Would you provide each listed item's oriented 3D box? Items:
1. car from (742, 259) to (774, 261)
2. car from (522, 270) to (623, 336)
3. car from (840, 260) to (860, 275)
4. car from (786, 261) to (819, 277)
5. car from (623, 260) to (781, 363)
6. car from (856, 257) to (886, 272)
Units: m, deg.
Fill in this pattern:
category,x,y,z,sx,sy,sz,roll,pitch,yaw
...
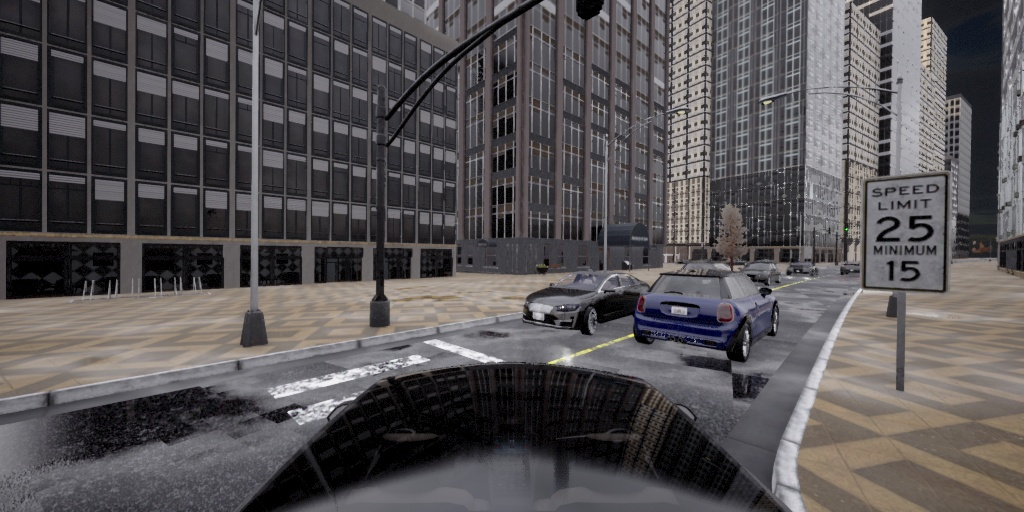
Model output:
category,x,y,z,sx,sy,sz,roll,pitch,yaw
car,16.955,1.175,24.614,4.892,1.490,1.837,0,1,-42
car,2.353,1.189,10.431,2.128,1.511,4.902,1,1,44
car,34.486,1.172,36.012,4.902,1.511,2.128,0,1,-41
car,27.969,1.215,34.505,4.181,1.385,1.994,0,1,-41
car,4.773,1.089,8.537,2.097,1.767,4.553,1,1,45
car,44.277,1.010,44.183,4.553,1.767,2.097,0,1,-39
